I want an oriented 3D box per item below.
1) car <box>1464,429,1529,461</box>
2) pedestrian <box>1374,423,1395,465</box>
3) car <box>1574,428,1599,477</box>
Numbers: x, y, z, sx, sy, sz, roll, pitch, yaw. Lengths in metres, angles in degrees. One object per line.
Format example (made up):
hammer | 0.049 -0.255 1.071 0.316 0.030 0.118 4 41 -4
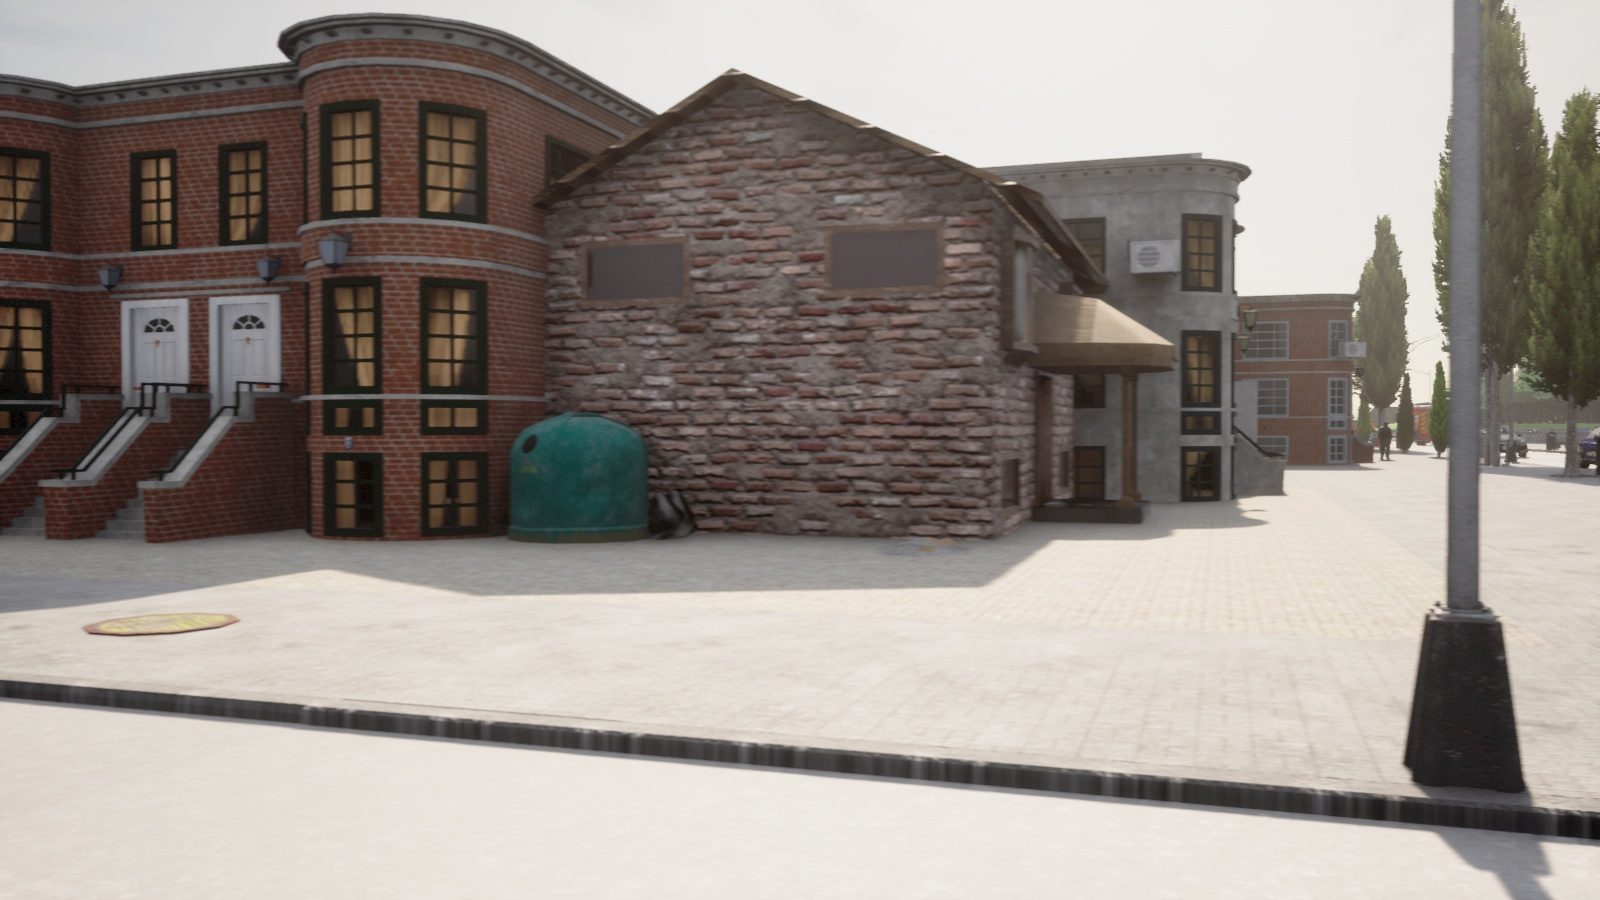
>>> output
car | 37.313 -0.310 67.411 2.152 1.651 5.027 1 1 19
pedestrian | 26.536 -0.279 57.018 0.563 1.883 0.849 0 1 6
car | 30.072 0.088 45.867 2.097 1.767 4.553 1 1 19
